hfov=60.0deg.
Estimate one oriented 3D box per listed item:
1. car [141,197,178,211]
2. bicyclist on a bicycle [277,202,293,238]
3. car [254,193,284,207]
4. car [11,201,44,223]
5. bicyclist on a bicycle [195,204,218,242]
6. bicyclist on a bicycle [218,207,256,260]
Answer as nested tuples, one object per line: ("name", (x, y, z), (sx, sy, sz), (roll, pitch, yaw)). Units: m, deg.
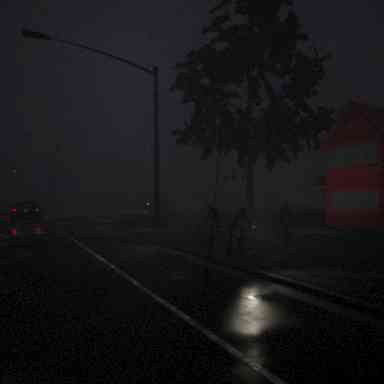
("car", (-4.178, 1.460, 42.573), (4.553, 1.767, 2.097), (0, 0, -31))
("bicyclist on a bicycle", (4.302, 1.306, 15.414), (0.582, 1.620, 1.656), (-1, 0, 39))
("car", (11.951, 1.226, 52.106), (5.566, 2.045, 2.150), (0, 0, -30))
("car", (-13.589, 1.496, 27.670), (2.097, 1.767, 4.553), (0, 0, -21))
("bicyclist on a bicycle", (0.895, 1.319, 14.248), (1.656, 1.620, 0.582), (-1, 0, -21))
("bicyclist on a bicycle", (1.583, 1.307, 10.780), (0.582, 1.620, 1.656), (0, 0, -24))
